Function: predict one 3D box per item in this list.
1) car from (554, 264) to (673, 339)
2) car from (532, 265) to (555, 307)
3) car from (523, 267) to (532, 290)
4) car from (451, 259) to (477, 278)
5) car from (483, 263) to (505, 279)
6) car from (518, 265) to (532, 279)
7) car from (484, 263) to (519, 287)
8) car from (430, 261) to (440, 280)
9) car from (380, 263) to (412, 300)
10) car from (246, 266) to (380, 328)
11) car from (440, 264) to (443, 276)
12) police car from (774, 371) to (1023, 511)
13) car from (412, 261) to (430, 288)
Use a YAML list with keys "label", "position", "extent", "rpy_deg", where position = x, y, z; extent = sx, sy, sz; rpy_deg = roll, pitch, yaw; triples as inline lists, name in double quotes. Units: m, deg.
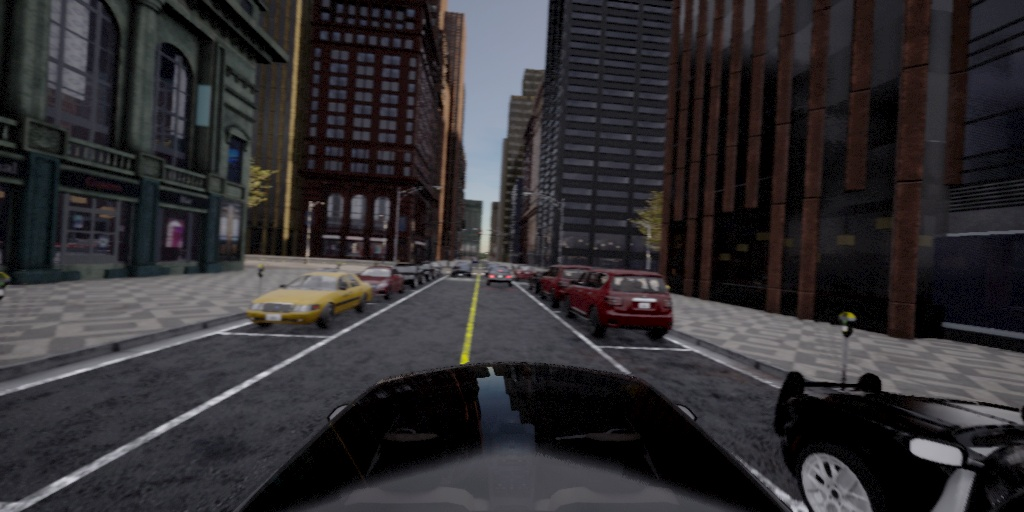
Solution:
- label: "car"
  position: [2.997, 1.306, 11.177]
  extent: [2.192, 1.841, 5.009]
  rpy_deg: [0, 0, -5]
- label: "car"
  position: [2.523, 1.324, 16.793]
  extent: [2.192, 1.841, 5.009]
  rpy_deg: [0, 0, -5]
- label: "car"
  position: [2.049, 1.595, 22.409]
  extent: [1.948, 1.339, 4.313]
  rpy_deg: [0, 0, -5]
- label: "car"
  position: [-4.776, 1.299, 34.781]
  extent: [2.033, 1.411, 5.357]
  rpy_deg: [3, -1, -4]
- label: "car"
  position: [-1.939, 1.478, 37.309]
  extent: [2.033, 1.411, 5.357]
  rpy_deg: [3, 0, -5]
- label: "car"
  position: [1.101, 1.510, 33.641]
  extent: [1.967, 1.591, 4.097]
  rpy_deg: [0, 0, -5]
- label: "car"
  position: [-0.983, 1.443, 26.701]
  extent: [2.033, 1.411, 5.357]
  rpy_deg: [3, 0, -4]
- label: "car"
  position: [-6.907, 1.138, 27.309]
  extent: [1.948, 1.339, 4.313]
  rpy_deg: [0, 0, -5]
- label: "car"
  position: [-5.959, 1.114, 16.076]
  extent: [1.802, 1.307, 4.207]
  rpy_deg: [0, 0, -5]
- label: "car"
  position: [-5.470, 1.039, 10.290]
  extent: [1.751, 1.417, 4.829]
  rpy_deg: [0, 0, -5]
- label: "car"
  position: [-7.381, 1.143, 32.926]
  extent: [2.007, 1.370, 4.403]
  rpy_deg: [0, 0, -5]
- label: "police car"
  position: [3.482, 1.365, 1.277]
  extent: [1.930, 1.638, 5.238]
  rpy_deg: [3, 0, -5]
- label: "car"
  position: [-6.433, 1.117, 21.693]
  extent: [1.948, 1.339, 4.313]
  rpy_deg: [0, 0, -5]
